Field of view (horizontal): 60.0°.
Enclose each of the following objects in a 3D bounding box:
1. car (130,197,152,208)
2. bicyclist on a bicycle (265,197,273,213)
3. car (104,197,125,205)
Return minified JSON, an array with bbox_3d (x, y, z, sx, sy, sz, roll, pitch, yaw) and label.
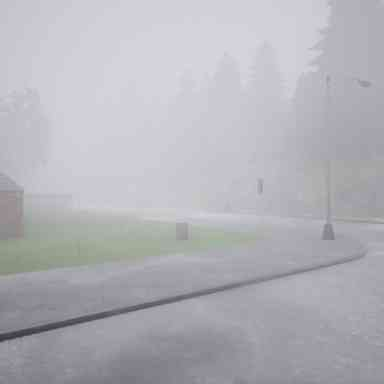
[{"bbox_3d":[-7.566,1.526,49.157,1.812,1.442,4.674,0,0,-35],"label":"car"},{"bbox_3d":[7.935,1.349,34.655,1.656,1.620,0.582,0,0,-36],"label":"bicyclist on a bicycle"},{"bbox_3d":[-13.313,1.547,57.157,2.033,1.411,5.357,0,0,-35],"label":"car"}]
